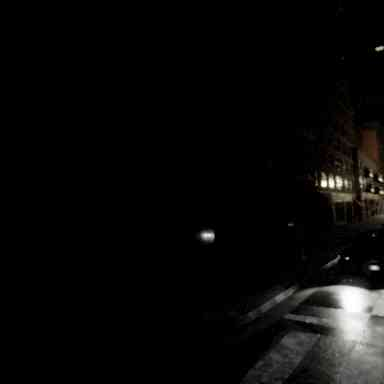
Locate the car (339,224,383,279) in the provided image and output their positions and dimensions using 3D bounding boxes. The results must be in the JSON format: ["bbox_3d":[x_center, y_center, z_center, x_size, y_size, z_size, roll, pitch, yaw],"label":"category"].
[{"bbox_3d":[6.174,1.955,10.850,1.994,1.385,4.181,-5,-4,35],"label":"car"}]
